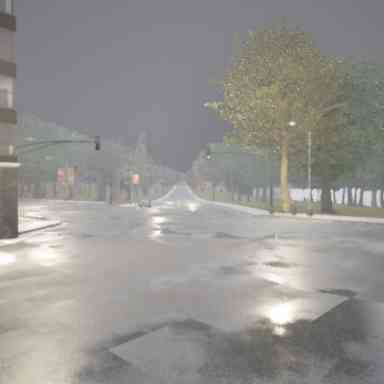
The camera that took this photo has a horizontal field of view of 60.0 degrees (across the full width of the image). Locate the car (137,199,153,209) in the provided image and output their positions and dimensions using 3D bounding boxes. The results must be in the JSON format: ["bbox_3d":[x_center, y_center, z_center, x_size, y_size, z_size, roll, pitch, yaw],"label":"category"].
[{"bbox_3d":[-7.000,1.773,49.668,1.812,1.442,4.674,0,0,-2],"label":"car"}]
